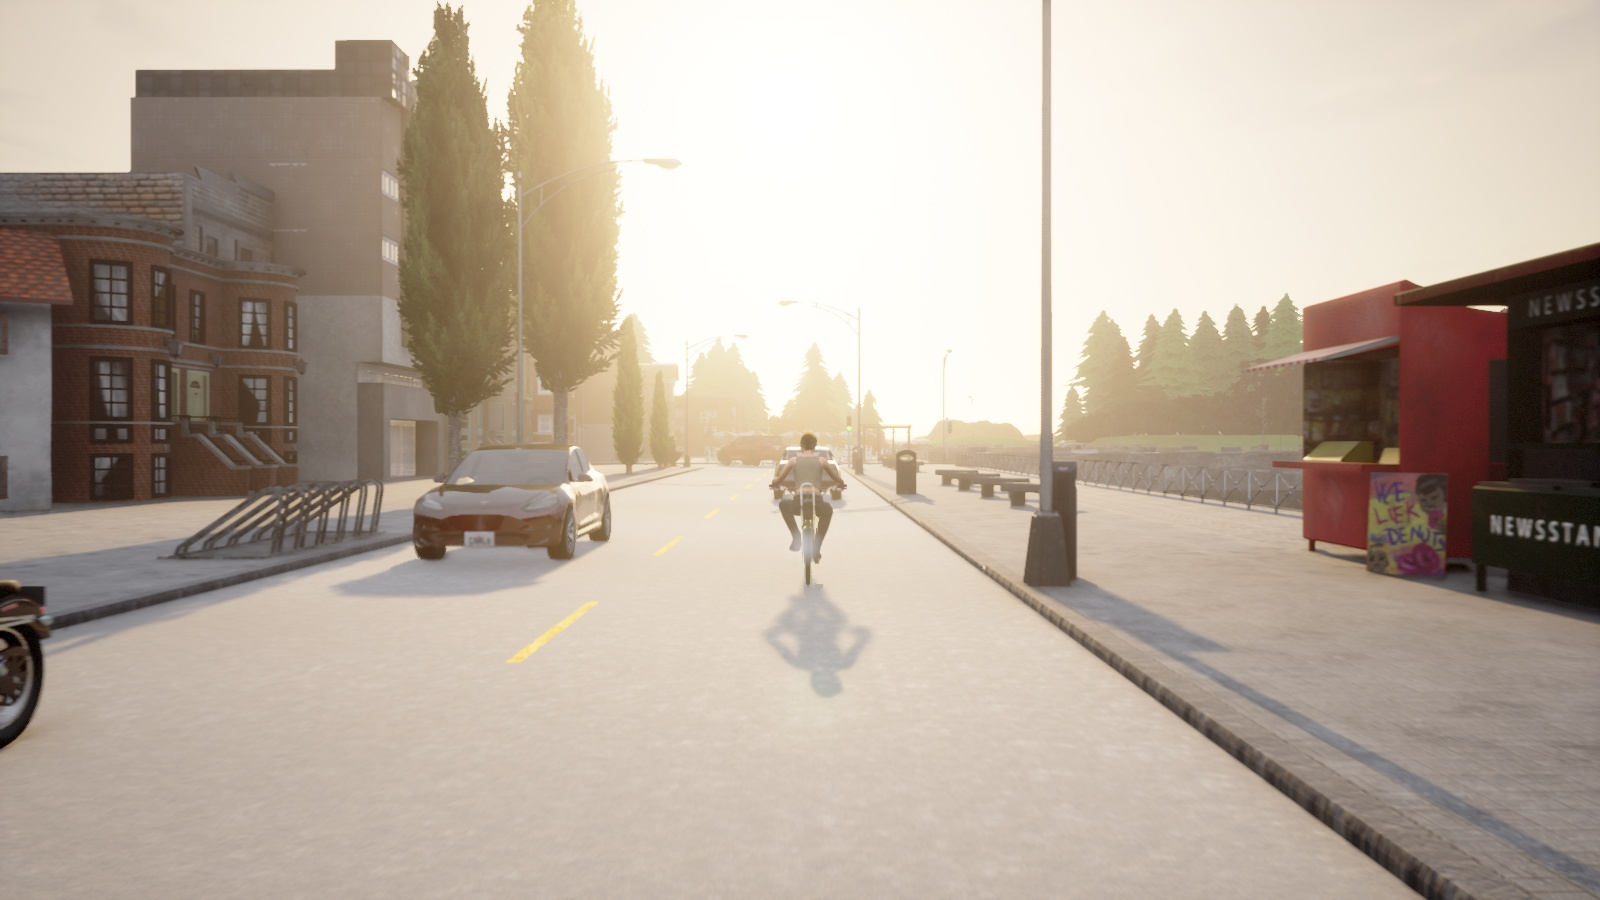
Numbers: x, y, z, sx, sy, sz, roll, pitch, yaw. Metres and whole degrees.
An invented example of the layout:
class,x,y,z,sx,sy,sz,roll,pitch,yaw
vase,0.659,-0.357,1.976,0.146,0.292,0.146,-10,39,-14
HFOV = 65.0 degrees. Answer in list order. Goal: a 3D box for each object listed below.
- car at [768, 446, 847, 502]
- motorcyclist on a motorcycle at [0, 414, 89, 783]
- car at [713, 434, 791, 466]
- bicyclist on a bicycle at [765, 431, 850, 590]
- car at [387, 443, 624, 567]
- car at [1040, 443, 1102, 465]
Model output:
class,x,y,z,sx,sy,sz,roll,pitch,yaw
car,0.209,0.605,34.923,2.033,1.411,5.357,0,0,0
motorcyclist on a motorcycle,-3.955,0.666,5.120,0.766,1.649,2.350,0,0,0
car,-3.220,0.013,83.072,2.150,2.045,5.566,0,0,-40
bicyclist on a bicycle,0.086,0.610,13.519,0.866,1.612,1.509,0,0,1
car,-3.887,0.648,17.530,2.163,1.488,4.792,0,0,0
car,18.550,0.262,85.947,3.806,1.475,1.970,0,0,0
